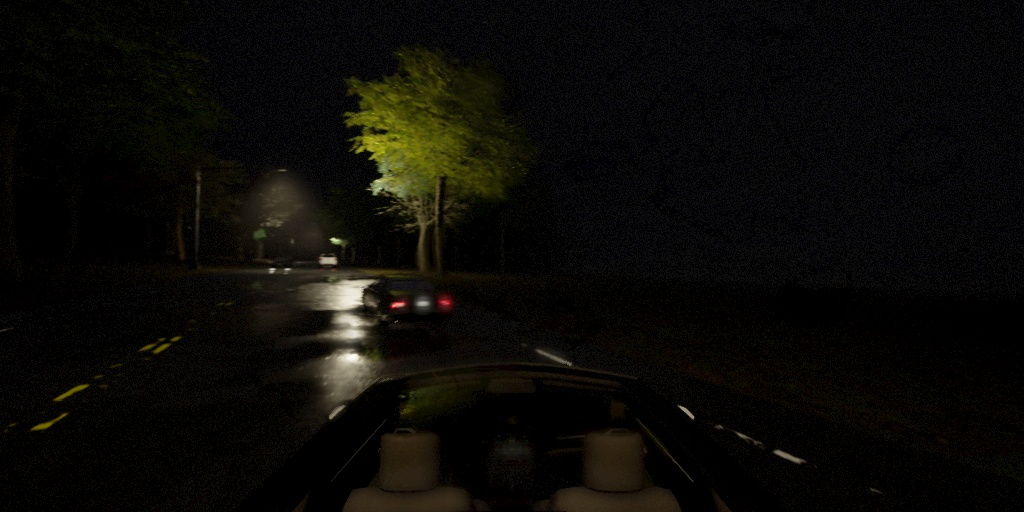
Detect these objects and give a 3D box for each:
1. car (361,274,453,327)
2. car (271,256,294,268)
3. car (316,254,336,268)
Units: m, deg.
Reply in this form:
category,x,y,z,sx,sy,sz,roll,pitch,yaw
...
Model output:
category,x,y,z,sx,sy,sz,roll,pitch,yaw
car,-3.553,1.274,11.489,2.033,1.411,5.357,2,0,-30
car,-30.152,0.803,47.254,1.882,1.535,5.008,2,-1,-22
car,-27.238,0.666,52.918,2.150,2.045,5.566,2,-1,-30
